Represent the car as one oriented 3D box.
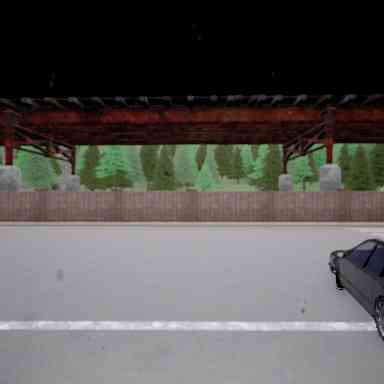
[{"bbox_3d":[4.018,1.593,6.185,2.033,1.411,5.357,0,0,11],"label":"car"}]
